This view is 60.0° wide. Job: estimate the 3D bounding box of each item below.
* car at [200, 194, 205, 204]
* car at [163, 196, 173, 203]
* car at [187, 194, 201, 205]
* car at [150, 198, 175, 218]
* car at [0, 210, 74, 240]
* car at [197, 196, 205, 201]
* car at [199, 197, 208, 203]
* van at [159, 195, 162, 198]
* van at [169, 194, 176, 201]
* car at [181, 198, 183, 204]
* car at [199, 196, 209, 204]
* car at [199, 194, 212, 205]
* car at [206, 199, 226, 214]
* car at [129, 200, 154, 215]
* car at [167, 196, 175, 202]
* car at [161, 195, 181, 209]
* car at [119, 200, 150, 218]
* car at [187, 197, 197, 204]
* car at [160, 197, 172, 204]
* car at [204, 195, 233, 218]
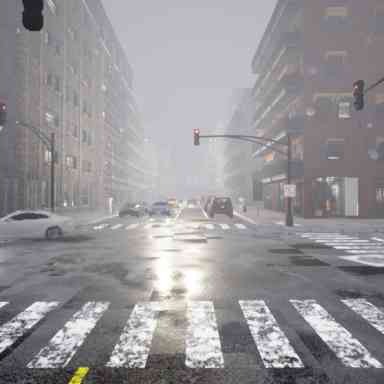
[{"bbox_3d":[2.547,1.335,41.271,2.192,1.841,5.009,1,0,0],"label":"car"},{"bbox_3d":[-5.370,1.670,74.418,1.752,1.417,4.829,1,0,0],"label":"car"},{"bbox_3d":[0.046,1.564,60.107,2.128,1.511,4.902,0,0,0],"label":"car"},{"bbox_3d":[-2.872,1.537,30.916,1.812,1.442,4.674,0,0,0],"label":"car"},{"bbox_3d":[-8.194,1.604,16.135,4.674,1.442,1.812,0,0,-29],"label":"car"},{"bbox_3d":[2.493,1.813,91.320,1.947,1.339,4.313,1,0,0],"label":"car"},{"bbox_3d":[2.509,1.728,74.629,1.802,1.307,4.206,1,0,0],"label":"car"},{"bbox_3d":[-5.356,1.427,63.462,1.690,1.788,3.998,1,0,0],"label":"van"},{"bbox_3d":[-5.383,1.588,91.282,1.690,1.788,3.998,1,0,0],"label":"van"},{"bbox_3d":[-2.808,1.677,64.314,1.994,1.385,4.181,0,0,0],"label":"car"},{"bbox_3d":[2.516,1.556,69.069,1.967,1.590,4.097,1,0,0],"label":"car"},{"bbox_3d":[2.523,1.402,63.505,2.192,1.841,5.009,1,0,0],"label":"car"},{"bbox_3d":[2.549,1.540,35.876,1.752,1.417,4.829,1,0,0],"label":"car"},{"bbox_3d":[-5.331,1.580,35.654,1.947,1.339,4.313,1,0,0],"label":"car"},{"bbox_3d":[-5.381,1.763,85.717,2.008,1.369,4.403,1,0,0],"label":"car"},{"bbox_3d":[-2.886,1.509,46.968,1.882,1.535,5.008,0,0,0],"label":"car"},{"bbox_3d":[-5.326,1.577,30.093,1.947,1.339,4.313,1,0,0],"label":"car"},{"bbox_3d":[-0.001,1.684,70.341,1.994,1.385,4.181,0,0,0],"label":"car"},{"bbox_3d":[-5.365,1.666,69.026,2.008,1.369,4.403,1,0,0],"label":"car"},{"bbox_3d":[2.558,1.326,30.147,2.192,1.841,5.009,1,0,0],"label":"car"}]
